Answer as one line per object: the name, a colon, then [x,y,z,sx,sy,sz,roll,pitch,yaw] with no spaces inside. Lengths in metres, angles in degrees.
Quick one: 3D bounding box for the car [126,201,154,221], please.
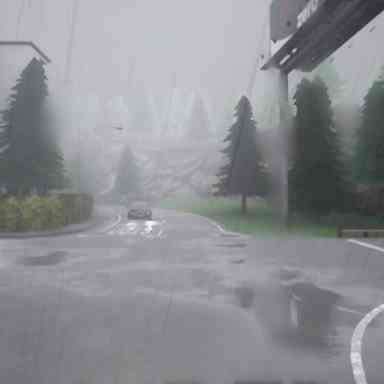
car: [-4.303,1.535,27.526,1.837,1.490,4.892,1,0,-10]
